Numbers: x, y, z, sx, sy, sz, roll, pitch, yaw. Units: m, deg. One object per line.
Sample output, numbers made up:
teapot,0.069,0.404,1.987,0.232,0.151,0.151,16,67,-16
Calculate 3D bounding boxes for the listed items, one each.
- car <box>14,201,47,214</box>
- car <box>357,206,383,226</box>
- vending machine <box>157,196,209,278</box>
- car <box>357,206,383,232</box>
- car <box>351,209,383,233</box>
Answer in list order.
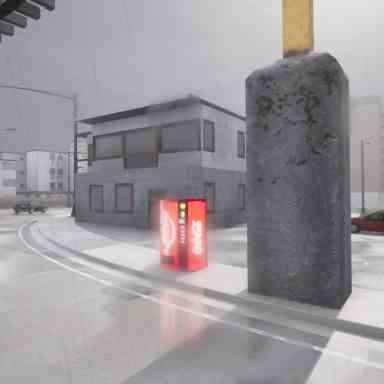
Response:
car,-18.535,1.755,38.390,2.128,1.511,4.902,-1,-1,3
car,16.953,2.035,28.237,5.027,1.636,2.152,-1,0,34
vending machine,-0.251,1.185,9.303,0.880,2.100,1.100,-1,0,44
car,13.583,1.883,22.670,3.988,1.617,1.851,1,0,34
car,11.797,1.873,20.256,5.357,1.415,2.033,0,0,34
